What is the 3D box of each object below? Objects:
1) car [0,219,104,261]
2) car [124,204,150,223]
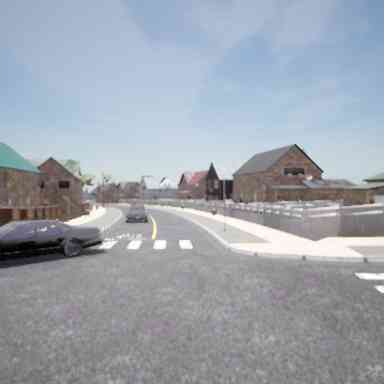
[{"bbox_3d":[-5.986,1.734,12.078,5.357,1.411,2.033,-2,0,-38],"label":"car"},{"bbox_3d":[-4.794,1.881,29.214,1.837,1.490,4.892,0,-1,-8],"label":"car"}]
